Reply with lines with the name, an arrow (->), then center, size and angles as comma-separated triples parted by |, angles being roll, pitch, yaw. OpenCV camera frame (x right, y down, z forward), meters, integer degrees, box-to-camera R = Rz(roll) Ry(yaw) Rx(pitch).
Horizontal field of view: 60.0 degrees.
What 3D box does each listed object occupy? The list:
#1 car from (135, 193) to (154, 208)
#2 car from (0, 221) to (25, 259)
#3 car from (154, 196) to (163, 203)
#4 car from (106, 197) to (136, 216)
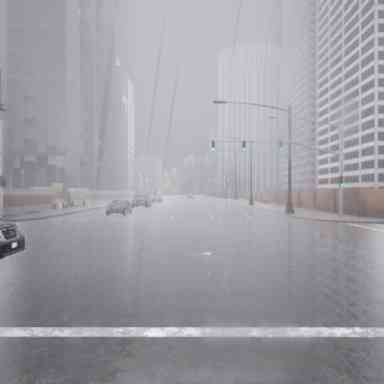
car -> -7.135, 1.206, 47.314 | 2.150, 2.045, 5.566 | 0, 1, 0
car -> -8.191, 1.267, 10.176 | 5.566, 2.045, 2.150 | 0, 0, 0
car -> -7.059, 1.497, 67.953 | 1.837, 1.490, 4.892 | 0, 0, 0
car -> -7.137, 1.498, 32.951 | 1.837, 1.490, 4.892 | 0, 0, 1
